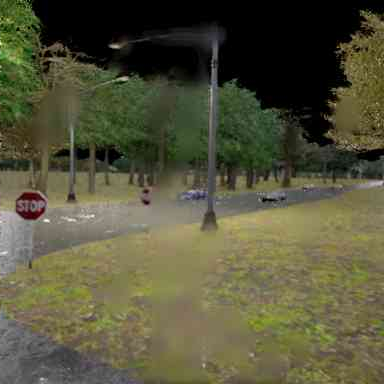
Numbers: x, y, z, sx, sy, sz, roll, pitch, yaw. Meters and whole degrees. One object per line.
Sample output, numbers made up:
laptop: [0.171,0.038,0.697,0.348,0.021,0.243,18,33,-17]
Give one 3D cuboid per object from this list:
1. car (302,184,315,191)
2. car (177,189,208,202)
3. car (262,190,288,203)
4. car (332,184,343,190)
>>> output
car: [26.495,-1.090,75.523,1.837,1.490,4.892,4,4,35]
car: [0.193,0.351,38.579,1.812,1.442,4.674,4,5,35]
car: [10.136,0.499,40.501,1.994,1.385,4.181,4,4,35]
car: [36.447,-1.242,83.341,1.994,1.385,4.181,4,4,35]
